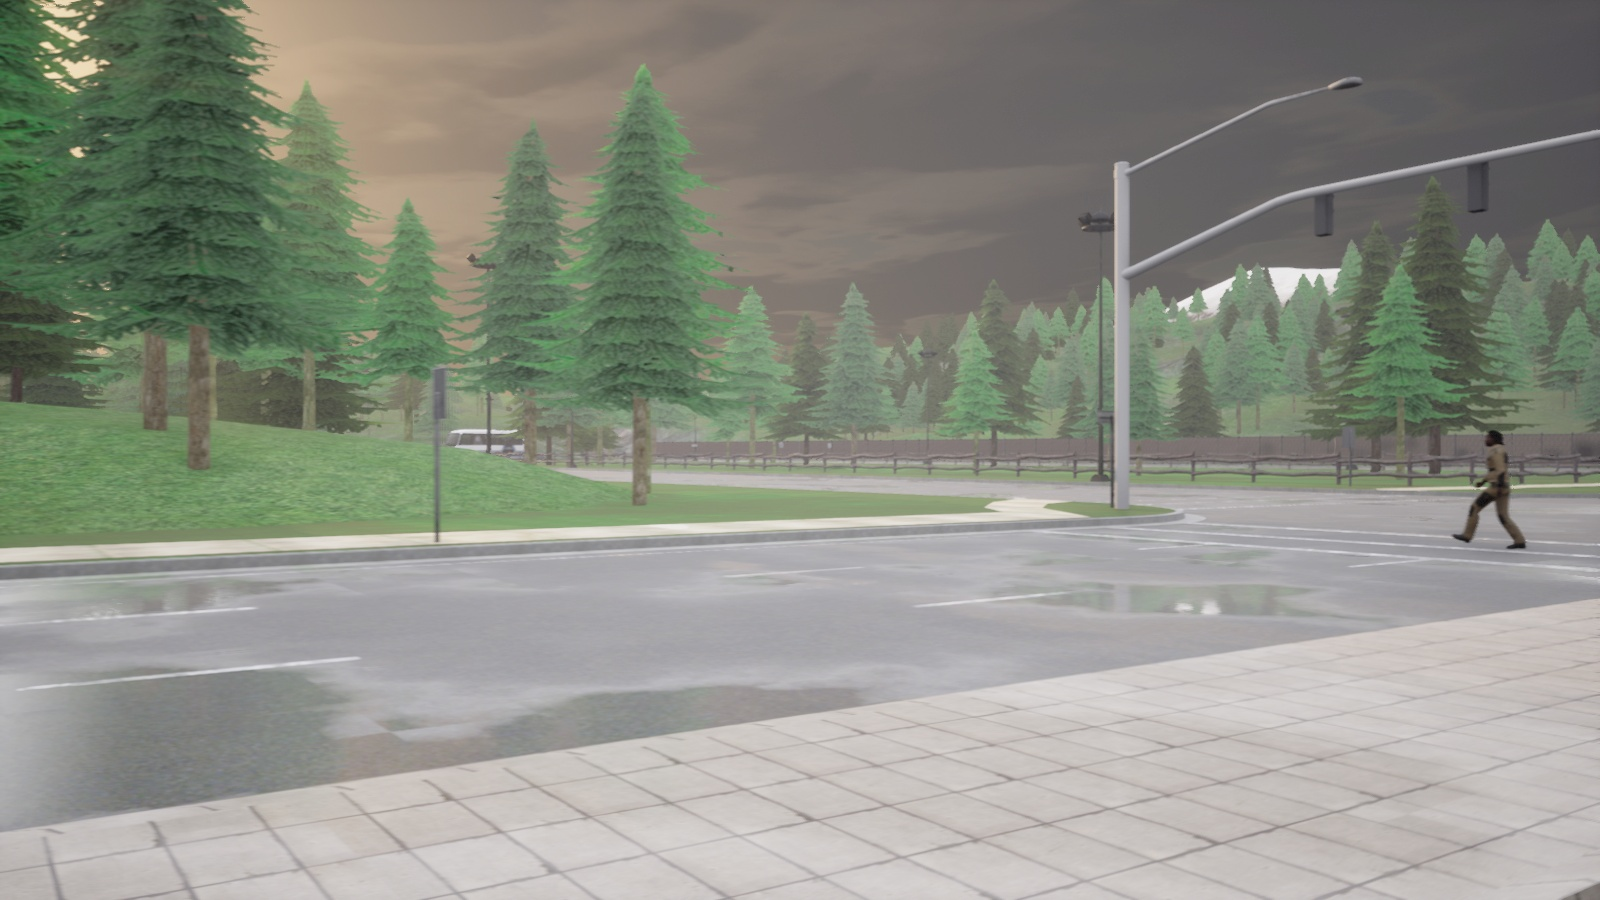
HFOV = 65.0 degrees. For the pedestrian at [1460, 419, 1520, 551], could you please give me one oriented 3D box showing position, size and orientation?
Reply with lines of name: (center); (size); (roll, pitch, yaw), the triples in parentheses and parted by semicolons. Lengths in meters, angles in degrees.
pedestrian: (10.343, 0.513, 18.827); (0.396, 1.930, 0.692); (0, 0, -43)
